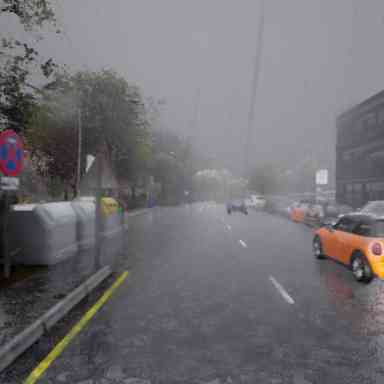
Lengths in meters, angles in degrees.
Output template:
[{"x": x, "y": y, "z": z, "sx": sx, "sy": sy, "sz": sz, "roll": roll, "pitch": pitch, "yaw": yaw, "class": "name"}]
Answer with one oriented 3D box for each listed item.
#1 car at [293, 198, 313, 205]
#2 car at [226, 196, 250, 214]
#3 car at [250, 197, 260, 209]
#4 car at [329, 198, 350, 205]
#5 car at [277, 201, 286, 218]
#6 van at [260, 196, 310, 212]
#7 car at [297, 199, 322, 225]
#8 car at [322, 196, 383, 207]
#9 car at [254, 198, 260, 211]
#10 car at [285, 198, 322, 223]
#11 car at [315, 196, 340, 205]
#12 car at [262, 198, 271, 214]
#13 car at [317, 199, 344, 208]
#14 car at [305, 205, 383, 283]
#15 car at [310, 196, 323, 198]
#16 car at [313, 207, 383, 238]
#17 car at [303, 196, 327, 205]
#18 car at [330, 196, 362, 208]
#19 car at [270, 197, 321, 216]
[{"x": 27.177, "y": 2.287, "z": 81.935, "sx": 2.163, "sy": 1.488, "sz": 4.792, "roll": 1, "pitch": -1, "yaw": -20, "class": "car"}, {"x": 5.027, "y": 1.559, "z": 38.178, "sx": 2.097, "sy": 1.767, "sz": 4.553, "roll": 1, "pitch": 0, "yaw": 2, "class": "car"}, {"x": 10.305, "y": 1.795, "z": 43.261, "sx": 5.366, "sy": 1.575, "sz": 1.946, "roll": 2, "pitch": 0, "yaw": -18, "class": "car"}, {"x": 36.260, "y": 2.281, "z": 81.921, "sx": 2.185, "sy": 1.767, "sz": 4.553, "roll": 2, "pitch": -1, "yaw": -20, "class": "car"}, {"x": 10.040, "y": 1.769, "z": 28.307, "sx": 4.674, "sy": 1.452, "sz": 2.002, "roll": 2, "pitch": 0, "yaw": -18, "class": "car"}, {"x": 10.427, "y": 1.551, "z": 37.357, "sx": 4.442, "sy": 1.987, "sz": 1.878, "roll": 2, "pitch": -1, "yaw": -18, "class": "van"}, {"x": 9.823, "y": 1.575, "z": 22.302, "sx": 4.553, "sy": 1.767, "sz": 2.185, "roll": 2, "pitch": 0, "yaw": -18, "class": "car"}, {"x": 9.644, "y": 1.426, "z": 16.291, "sx": 5.566, "sy": 2.045, "sz": 2.435, "roll": 2, "pitch": 0, "yaw": -18, "class": "car"}, {"x": 10.401, "y": 1.828, "z": 40.315, "sx": 4.674, "sy": 1.452, "sz": 2.002, "roll": 2, "pitch": 0, "yaw": -18, "class": "car"}, {"x": 9.917, "y": 1.589, "z": 25.301, "sx": 4.553, "sy": 1.767, "sz": 2.185, "roll": 2, "pitch": 0, "yaw": -18, "class": "car"}, {"x": 33.265, "y": 2.105, "z": 81.879, "sx": 2.435, "sy": 2.045, "sz": 5.566, "roll": 2, "pitch": -1, "yaw": -20, "class": "car"}, {"x": 10.215, "y": 1.758, "z": 34.316, "sx": 5.008, "sy": 1.535, "sz": 2.097, "roll": 2, "pitch": -1, "yaw": -18, "class": "car"}, {"x": 27.005, "y": 2.203, "z": 64.988, "sx": 2.163, "sy": 1.488, "sz": 4.792, "roll": 0, "pitch": 1, "yaw": -20, "class": "car"}, {"x": 5.311, "y": 1.457, "z": 10.098, "sx": 2.097, "sy": 1.767, "sz": 4.553, "roll": 1, "pitch": 0, "yaw": 2, "class": "car"}, {"x": 24.093, "y": 1.875, "z": 64.958, "sx": 2.435, "sy": 2.045, "sz": 5.566, "roll": 1, "pitch": 0, "yaw": -20, "class": "car"}, {"x": 9.732, "y": 1.719, "z": 19.288, "sx": 4.792, "sy": 1.488, "sz": 2.163, "roll": 2, "pitch": 0, "yaw": -18, "class": "car"}, {"x": 30.205, "y": 2.056, "z": 81.931, "sx": 2.435, "sy": 2.045, "sz": 5.566, "roll": 1, "pitch": -1, "yaw": -20, "class": "car"}, {"x": 29.976, "y": 1.971, "z": 64.983, "sx": 2.435, "sy": 2.045, "sz": 5.566, "roll": 0, "pitch": 1, "yaw": -20, "class": "car"}, {"x": 10.168, "y": 1.619, "z": 31.313, "sx": 4.553, "sy": 1.767, "sz": 2.185, "roll": 2, "pitch": 0, "yaw": -18, "class": "car"}]
